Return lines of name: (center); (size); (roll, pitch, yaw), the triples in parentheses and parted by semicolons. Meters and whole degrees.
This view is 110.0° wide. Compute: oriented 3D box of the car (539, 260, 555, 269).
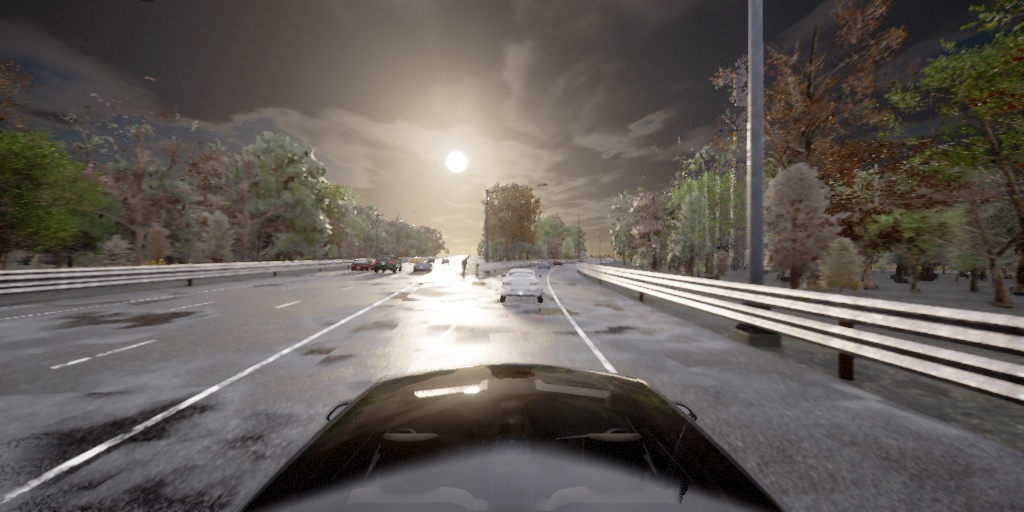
car: (5.687, 1.543, 61.276); (2.033, 1.411, 5.357); (0, 0, 11)

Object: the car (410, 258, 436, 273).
car: (-10.581, 1.254, 42.867); (1.994, 1.385, 4.181); (0, 0, -7)

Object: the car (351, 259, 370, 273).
car: (-17.632, 1.151, 42.890); (1.882, 1.535, 5.008); (0, 0, -7)

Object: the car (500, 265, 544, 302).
car: (0.476, 1.319, 17.249); (1.812, 1.442, 4.674); (0, 0, 3)

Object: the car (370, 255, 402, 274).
car: (-13.772, 0.904, 40.086); (2.150, 2.045, 5.566); (0, 0, -7)
